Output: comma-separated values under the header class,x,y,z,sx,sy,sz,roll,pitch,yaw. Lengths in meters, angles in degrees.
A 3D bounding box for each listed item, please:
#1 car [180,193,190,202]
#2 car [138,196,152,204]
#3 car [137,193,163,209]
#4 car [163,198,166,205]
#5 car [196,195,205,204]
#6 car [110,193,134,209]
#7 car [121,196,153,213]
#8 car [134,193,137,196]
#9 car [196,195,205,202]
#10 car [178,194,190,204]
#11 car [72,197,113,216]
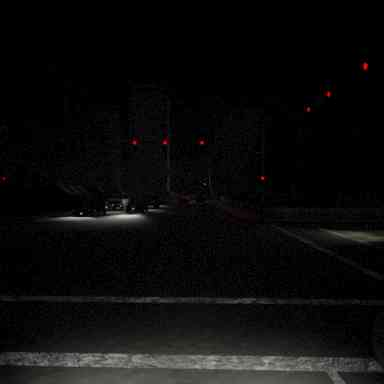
class,x,y,z,sx,sy,sz,roll,pitch,yaw
car,-1.584,1.182,74.582,2.097,1.767,4.553,0,0,1
car,-8.908,1.526,63.384,1.812,1.442,4.674,0,0,2
car,-5.853,1.221,46.752,2.150,2.045,5.566,0,0,1
car,-5.590,1.547,57.108,2.033,1.411,5.357,0,0,2
car,1.694,1.505,65.310,1.837,1.490,4.892,0,0,1
car,-9.454,1.221,42.662,2.150,2.045,5.566,0,0,1
car,-6.086,1.491,37.181,2.128,1.511,4.902,0,0,1
car,-9.195,1.221,53.026,2.150,2.045,5.566,0,0,1
car,1.915,1.352,74.527,2.128,1.511,4.902,0,0,1
car,-1.790,1.564,66.021,1.994,1.385,4.181,0,0,1
car,-9.769,1.547,32.482,2.033,1.411,5.357,0,0,4
